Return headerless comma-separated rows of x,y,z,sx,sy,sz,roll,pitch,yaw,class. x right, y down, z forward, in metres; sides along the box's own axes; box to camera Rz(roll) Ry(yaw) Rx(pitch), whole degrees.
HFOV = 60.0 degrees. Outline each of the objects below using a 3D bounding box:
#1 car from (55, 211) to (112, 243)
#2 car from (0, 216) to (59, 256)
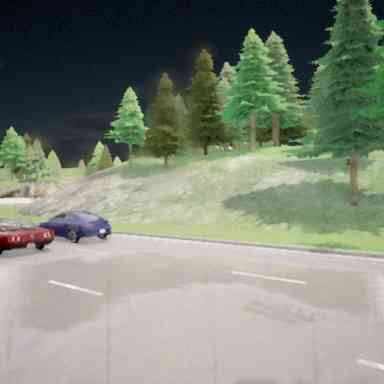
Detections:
-6.023,1.665,16.766,4.674,1.442,1.812,0,0,36,car
-7.831,1.737,13.753,4.718,1.301,1.895,-1,0,36,car
